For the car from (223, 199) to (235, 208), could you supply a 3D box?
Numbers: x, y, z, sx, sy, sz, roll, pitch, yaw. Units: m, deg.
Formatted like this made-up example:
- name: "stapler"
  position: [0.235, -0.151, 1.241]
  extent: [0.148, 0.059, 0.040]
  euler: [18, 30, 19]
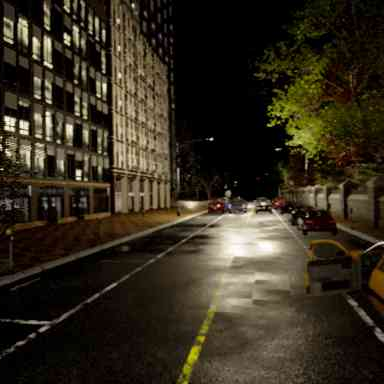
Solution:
- name: "car"
  position: [6.454, 1.913, 57.779]
  extent: [1.752, 1.417, 4.829]
  euler: [-2, -1, 11]

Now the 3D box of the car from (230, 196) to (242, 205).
- name: "car"
  position: [9.880, 1.766, 74.219]
  extent: [2.192, 1.841, 5.009]
  euler: [-2, -1, 11]

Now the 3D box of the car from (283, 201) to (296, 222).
- name: "car"
  position: [7.818, 1.596, 23.649]
  extent: [1.947, 1.339, 4.313]
  euler: [-2, -1, 11]

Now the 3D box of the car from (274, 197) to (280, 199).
- name: "car"
  position: [12.167, 1.708, 45.418]
  extent: [1.802, 1.307, 4.206]
  euler: [-2, -1, 11]

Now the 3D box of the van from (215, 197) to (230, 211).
- name: "van"
  position: [4.312, 1.684, 47.081]
  extent: [1.690, 1.788, 3.998]
  euler: [-2, -1, 11]

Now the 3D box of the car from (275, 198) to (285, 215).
- name: "car"
  position: [9.992, 1.645, 34.534]
  extent: [1.947, 1.339, 4.313]
  euler: [-2, -1, 11]

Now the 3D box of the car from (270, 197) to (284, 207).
- name: "car"
  position: [14.338, 1.611, 56.304]
  extent: [1.967, 1.590, 4.097]
  euler: [-2, -1, 11]

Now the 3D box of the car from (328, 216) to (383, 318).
- name: "car"
  position: [3.847, 1.413, 5.537]
  extent: [1.801, 1.575, 5.366]
  euler: [-2, -1, 11]

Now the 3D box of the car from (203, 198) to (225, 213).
- name: "car"
  position: [3.226, 1.635, 41.647]
  extent: [2.192, 1.841, 5.009]
  euler: [-2, -1, 11]

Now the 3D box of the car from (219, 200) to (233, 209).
- name: "car"
  position: [5.404, 1.948, 52.512]
  extent: [1.802, 1.307, 4.206]
  euler: [-2, -1, 11]

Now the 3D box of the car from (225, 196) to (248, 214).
- name: "car"
  position: [5.413, 1.590, 39.034]
  extent: [2.097, 1.767, 4.553]
  euler: [-2, 0, 12]

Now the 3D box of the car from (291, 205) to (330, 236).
- name: "car"
  position: [6.731, 1.588, 18.207]
  extent: [1.802, 1.307, 4.206]
  euler: [-2, -1, 11]

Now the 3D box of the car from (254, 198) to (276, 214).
- name: "car"
  position: [7.995, 1.703, 37.176]
  extent: [2.033, 1.411, 5.357]
  euler: [-2, -1, 12]
